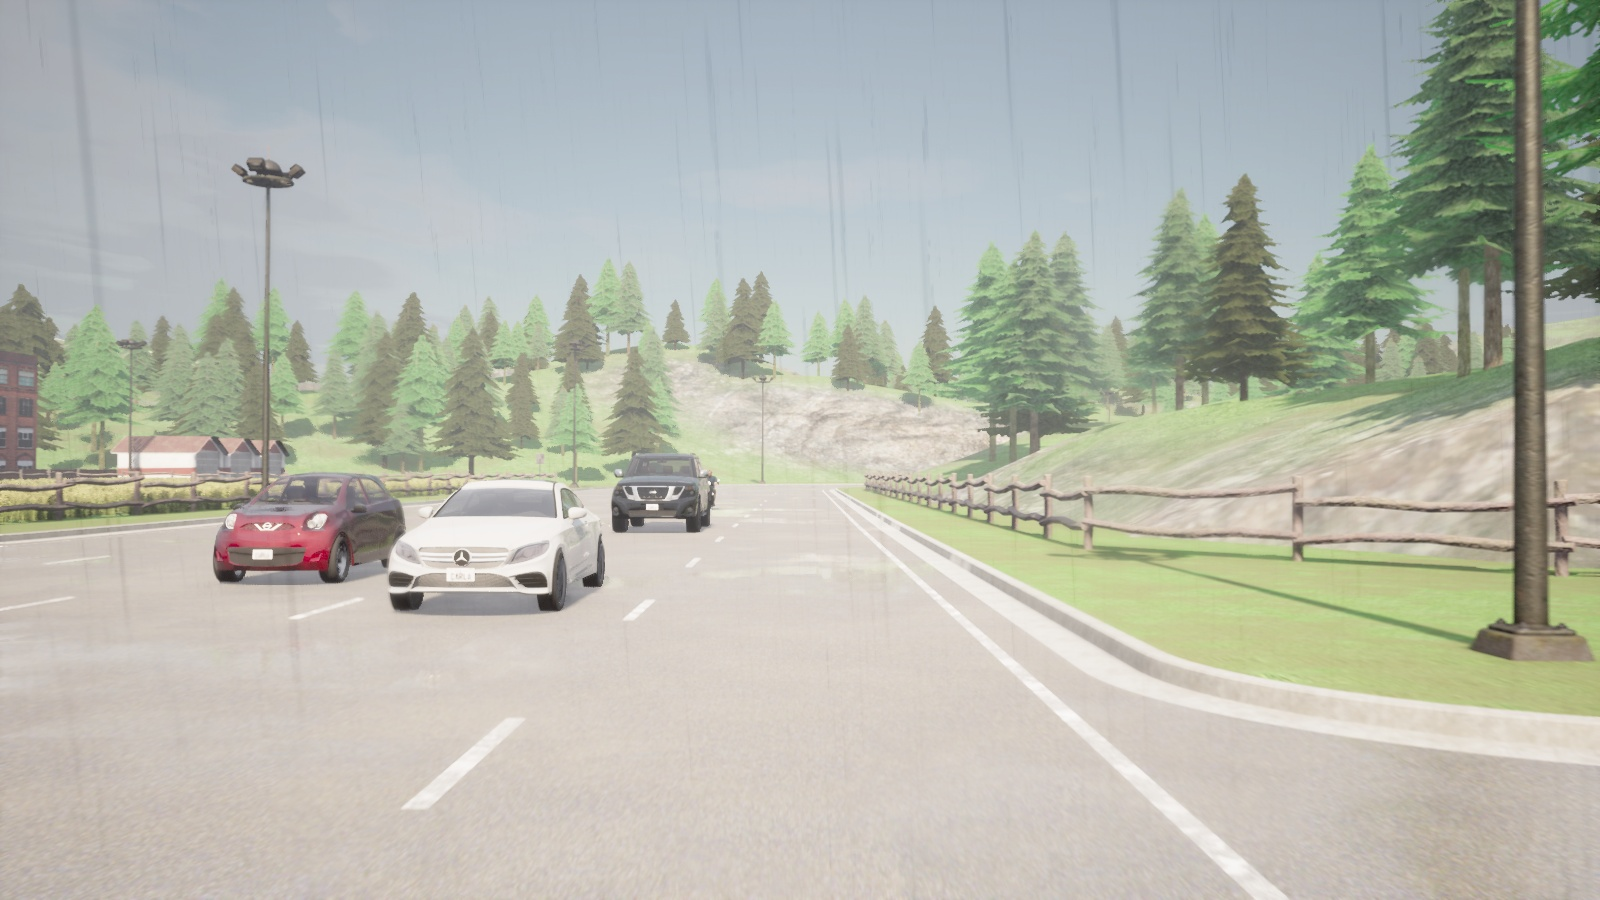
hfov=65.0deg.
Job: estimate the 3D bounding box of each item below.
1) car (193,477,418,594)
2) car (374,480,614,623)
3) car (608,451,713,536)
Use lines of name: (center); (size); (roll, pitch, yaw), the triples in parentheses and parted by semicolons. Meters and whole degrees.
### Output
car: (-7.044, 1.163, 18.295); (1.845, 1.501, 3.633); (0, -1, 0)
car: (-3.537, 1.113, 15.434); (1.812, 1.442, 4.674); (0, -1, 0)
car: (-3.580, 1.105, 33.266); (2.150, 2.045, 5.566); (0, -1, 0)
